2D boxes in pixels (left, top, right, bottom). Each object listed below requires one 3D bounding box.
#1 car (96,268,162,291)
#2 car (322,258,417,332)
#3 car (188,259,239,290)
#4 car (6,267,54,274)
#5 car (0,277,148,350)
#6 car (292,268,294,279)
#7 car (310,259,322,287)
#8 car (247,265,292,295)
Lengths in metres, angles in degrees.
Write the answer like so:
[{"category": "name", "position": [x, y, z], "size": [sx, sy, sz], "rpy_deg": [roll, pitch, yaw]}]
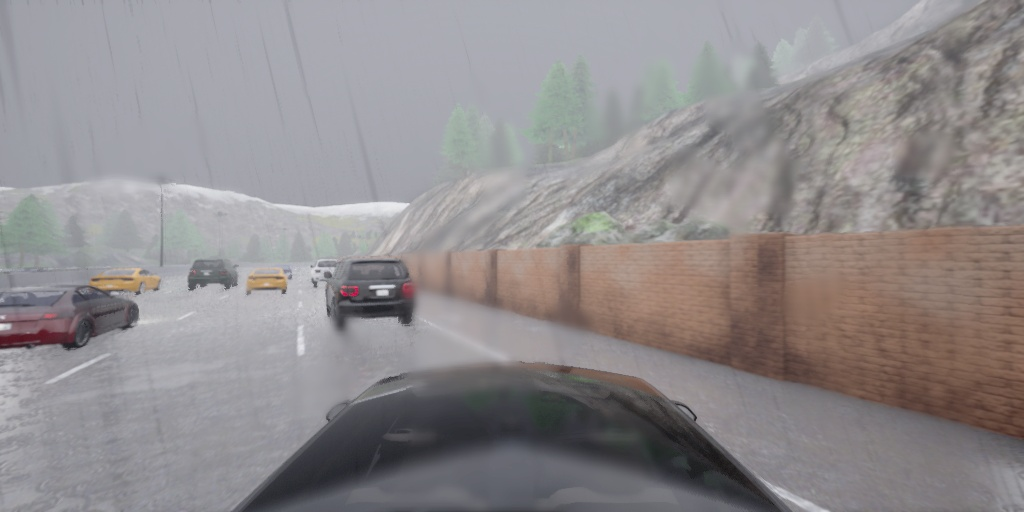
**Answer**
[{"category": "car", "position": [-22.425, 1.446, 21.025], "size": [1.882, 1.535, 5.008], "rpy_deg": [0, -1, -31]}, {"category": "car", "position": [-4.779, 1.091, 11.795], "size": [2.150, 2.045, 5.566], "rpy_deg": [0, -1, -31]}, {"category": "car", "position": [-20.818, 1.242, 25.189], "size": [2.150, 2.045, 5.566], "rpy_deg": [0, -1, -31]}, {"category": "car", "position": [-39.844, 1.646, 29.673], "size": [1.994, 1.385, 4.181], "rpy_deg": [0, -1, -31]}, {"category": "car", "position": [-11.136, 1.391, 8.786], "size": [1.994, 1.385, 4.181], "rpy_deg": [0, -1, -31]}, {"category": "car", "position": [-23.203, 1.631, 36.108], "size": [1.882, 1.535, 5.008], "rpy_deg": [0, -1, -31]}, {"category": "car", "position": [-14.683, 1.289, 28.564], "size": [2.150, 2.045, 5.566], "rpy_deg": [0, -1, -31]}, {"category": "car", "position": [-14.993, 1.467, 22.204], "size": [1.882, 1.535, 5.008], "rpy_deg": [0, -1, -31]}]
